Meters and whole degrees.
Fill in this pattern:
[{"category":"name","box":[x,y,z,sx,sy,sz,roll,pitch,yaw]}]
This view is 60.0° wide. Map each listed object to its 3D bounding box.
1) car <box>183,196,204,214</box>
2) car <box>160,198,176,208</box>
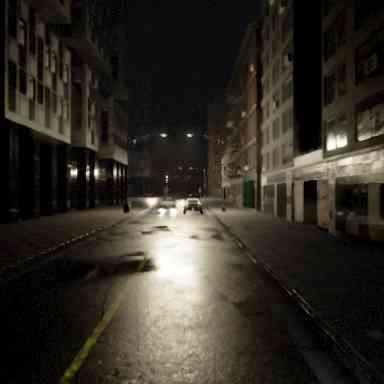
[{"category":"car","box":[0.096,1.382,33.454,1.812,1.442,4.674,0,0,0]},{"category":"car","box":[-3.088,1.414,43.592,1.895,1.301,4.718,0,0,0]}]
